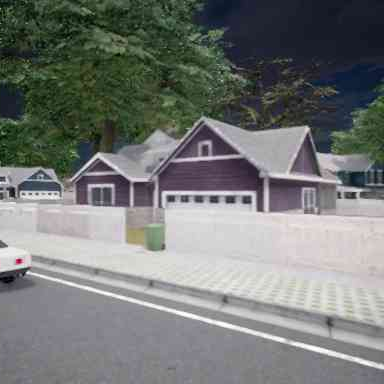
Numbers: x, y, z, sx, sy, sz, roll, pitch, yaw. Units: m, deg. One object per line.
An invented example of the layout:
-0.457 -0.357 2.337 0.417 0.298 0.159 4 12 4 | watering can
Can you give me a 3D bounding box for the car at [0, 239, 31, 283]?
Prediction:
-6.140 1.603 8.370 4.718 1.301 1.895 0 0 35 | car
